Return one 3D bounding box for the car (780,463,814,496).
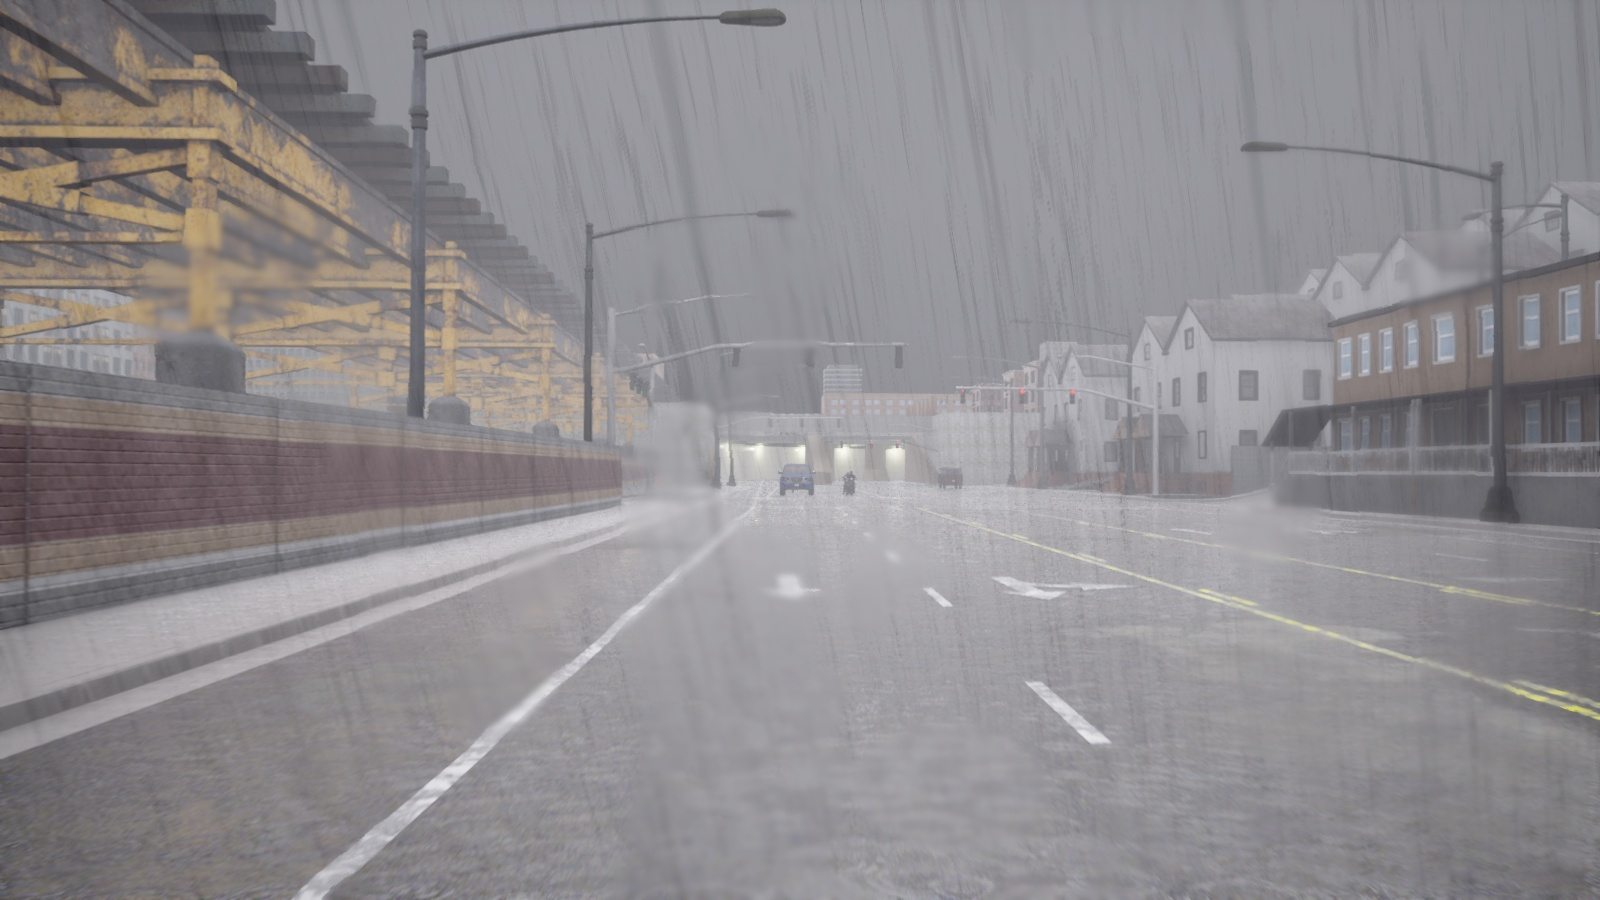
[{"bbox_3d":[-0.185,1.907,82.014,2.150,2.045,5.566,0,-1,0],"label":"car"}]
